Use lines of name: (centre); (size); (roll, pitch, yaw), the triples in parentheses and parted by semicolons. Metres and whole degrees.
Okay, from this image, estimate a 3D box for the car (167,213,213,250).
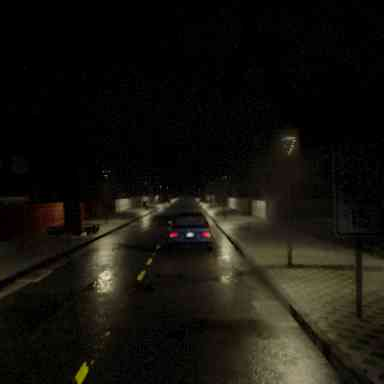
car: (-0.076, 1.640, 14.712); (2.033, 1.411, 5.357); (0, 0, 0)
